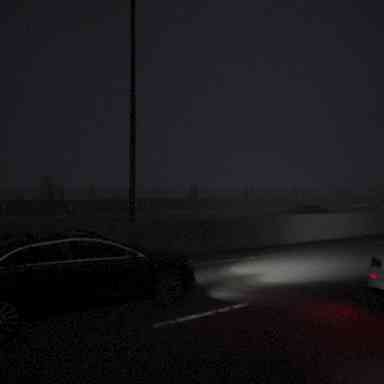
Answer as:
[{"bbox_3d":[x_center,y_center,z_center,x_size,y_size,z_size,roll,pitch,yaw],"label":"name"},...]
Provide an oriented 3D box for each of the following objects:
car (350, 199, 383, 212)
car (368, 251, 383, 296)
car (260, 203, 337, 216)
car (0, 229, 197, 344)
[{"bbox_3d":[17.253,1.406,31.218,5.008,1.535,1.882,0,0,-18],"label":"car"},{"bbox_3d":[5.680,1.511,7.026,4.674,1.442,1.812,0,0,-29],"label":"car"},{"bbox_3d":[6.185,1.428,19.325,5.008,1.535,1.882,0,0,-25],"label":"car"},{"bbox_3d":[-2.173,1.469,6.297,4.902,1.511,2.128,0,0,-34],"label":"car"}]
